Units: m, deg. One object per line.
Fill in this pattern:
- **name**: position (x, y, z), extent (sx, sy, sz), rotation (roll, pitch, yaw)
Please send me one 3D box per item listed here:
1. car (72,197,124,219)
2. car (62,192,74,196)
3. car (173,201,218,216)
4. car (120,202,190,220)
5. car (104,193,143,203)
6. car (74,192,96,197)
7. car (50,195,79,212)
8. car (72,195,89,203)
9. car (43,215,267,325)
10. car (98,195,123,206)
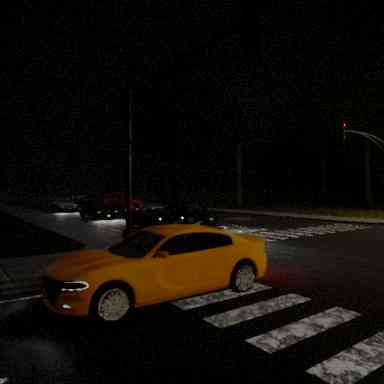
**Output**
- **car**: position (-8.031, 1.454, 28.044), extent (2.033, 1.411, 5.357), rotation (0, 0, -36)
- **car**: position (-21.414, 1.039, 57.734), extent (2.150, 2.045, 5.566), rotation (0, 0, -36)
- **car**: position (-0.220, 1.410, 22.804), extent (1.882, 1.535, 5.008), rotation (0, 0, -35)
- **car**: position (-2.372, 1.542, 20.230), extent (1.895, 1.301, 4.718), rotation (0, 0, -36)
- **car**: position (-6.454, 1.116, 31.401), extent (2.150, 2.045, 5.566), rotation (0, 0, -36)
- **car**: position (-15.604, 1.187, 49.812), extent (2.097, 1.767, 4.553), rotation (0, 0, -35)
- **car**: position (-14.065, 1.401, 36.375), extent (1.812, 1.442, 4.674), rotation (0, 0, -36)
- **car**: position (-21.133, 1.330, 63.039), extent (1.812, 1.442, 4.674), rotation (0, 0, -36)
- **car**: position (-0.536, 1.478, 7.284), extent (5.008, 1.535, 1.882), rotation (0, 0, -35)
- **car**: position (-12.618, 1.320, 51.318), extent (2.128, 1.511, 4.902), rotation (0, 0, -36)
